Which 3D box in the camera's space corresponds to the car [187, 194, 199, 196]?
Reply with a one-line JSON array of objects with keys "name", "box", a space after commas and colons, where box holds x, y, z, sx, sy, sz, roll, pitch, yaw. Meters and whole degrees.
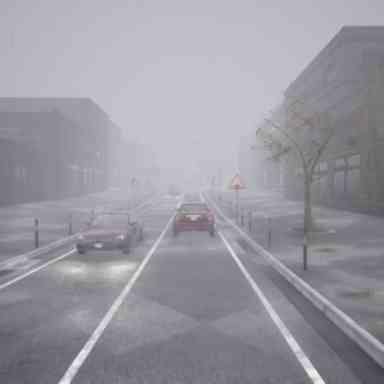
[{"name": "car", "box": [0.071, 0.901, 37.352, 2.033, 1.411, 5.357, 0, 3, 0]}]

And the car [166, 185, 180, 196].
[{"name": "car", "box": [-3.065, -0.345, 55.472, 2.097, 1.767, 4.553, 0, 3, 1]}]

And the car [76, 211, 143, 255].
[{"name": "car", "box": [-3.106, 1.511, 13.388, 1.812, 1.442, 4.674, 0, 0, 0]}]

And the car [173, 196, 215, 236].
[{"name": "car", "box": [0.089, 1.284, 18.266, 2.097, 1.767, 4.553, 0, 1, 0]}]
